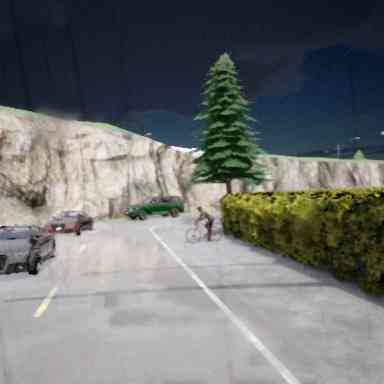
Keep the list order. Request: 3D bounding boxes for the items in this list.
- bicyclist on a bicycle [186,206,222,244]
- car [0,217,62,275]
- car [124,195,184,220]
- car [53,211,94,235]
[{"bbox_3d":[0.519,1.452,14.734,1.656,1.620,0.582,-2,0,-13],"label":"bicyclist on a bicycle"},{"bbox_3d":[-5.814,1.799,10.913,1.994,1.385,4.181,-2,0,-12],"label":"car"},{"bbox_3d":[-3.353,1.387,30.445,5.566,2.045,2.150,-2,0,-35],"label":"car"},{"bbox_3d":[-7.518,1.876,20.614,1.994,1.385,4.181,-2,0,-1],"label":"car"}]
